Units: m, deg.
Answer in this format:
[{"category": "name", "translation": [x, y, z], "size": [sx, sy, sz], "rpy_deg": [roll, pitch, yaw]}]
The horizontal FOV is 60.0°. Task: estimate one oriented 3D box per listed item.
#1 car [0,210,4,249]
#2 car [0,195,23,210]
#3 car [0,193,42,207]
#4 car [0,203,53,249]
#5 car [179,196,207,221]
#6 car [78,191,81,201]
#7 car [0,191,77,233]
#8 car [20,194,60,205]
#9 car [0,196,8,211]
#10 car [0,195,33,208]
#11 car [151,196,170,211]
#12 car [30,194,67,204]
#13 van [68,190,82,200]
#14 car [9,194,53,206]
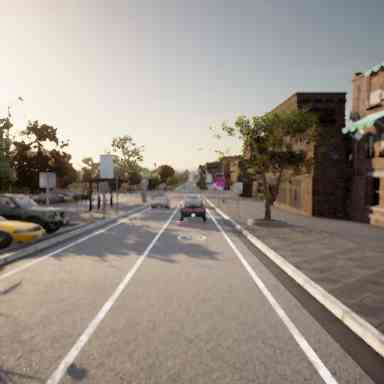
[{"category": "car", "translation": [-8.986, 1.451, 10.609], "size": [4.674, 1.452, 2.002], "rpy_deg": [0, 1, 0]}, {"category": "car", "translation": [-22.110, 1.144, 37.524], "size": [5.008, 1.535, 2.097], "rpy_deg": [0, 1, 0]}, {"category": "car", "translation": [-22.157, 0.966, 43.074], "size": [4.553, 1.767, 2.185], "rpy_deg": [0, 1, 0]}, {"category": "car", "translation": [-8.804, 1.380, 13.412], "size": [5.366, 1.575, 1.946], "rpy_deg": [0, 1, 0]}, {"category": "car", "translation": [0.087, 1.289, 25.049], "size": [1.837, 1.490, 4.892], "rpy_deg": [0, 1, 0]}, {"category": "car", "translation": [-22.181, 0.992, 56.952], "size": [4.792, 1.488, 2.163], "rpy_deg": [0, 1, 0]}, {"category": "car", "translation": [-8.966, 1.104, 16.213], "size": [5.566, 2.045, 2.435], "rpy_deg": [0, 1, 0]}, {"category": "car", "translation": [-22.130, 1.040, 48.626], "size": [4.892, 1.521, 2.231], "rpy_deg": [0, 1, 0]}, {"category": "car", "translation": [-22.106, 1.212, 34.747], "size": [4.674, 1.452, 2.002], "rpy_deg": [0, 1, 0]}, {"category": "car", "translation": [-22.118, 1.158, 40.300], "size": [4.674, 1.452, 2.002], "rpy_deg": [0, 1, 0]}, {"category": "car", "translation": [-3.364, 1.188, 36.127], "size": [1.812, 1.442, 4.674], "rpy_deg": [0, 1, 0]}, {"category": "car", "translation": [-22.170, 1.043, 51.400], "size": [4.792, 1.488, 2.163], "rpy_deg": [0, 1, 0]}, {"category": "van", "translation": [-22.040, 0.711, 59.723], "size": [4.442, 1.987, 1.878], "rpy_deg": [0, 1, 0]}, {"category": "car", "translation": [-22.137, 1.065, 45.850], "size": [5.008, 1.535, 2.097], "rpy_deg": [0, 1, 0]}]
